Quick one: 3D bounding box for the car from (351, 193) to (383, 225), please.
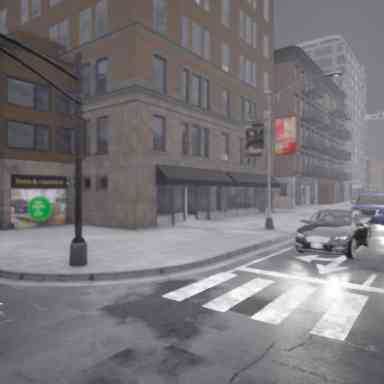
[{"bbox_3d":[11.249,1.103,20.399,2.150,2.045,5.566,0,0,37],"label":"car"}]

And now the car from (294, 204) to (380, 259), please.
[{"bbox_3d":[5.387,1.417,12.483,2.128,1.511,4.902,0,0,36],"label":"car"}]
